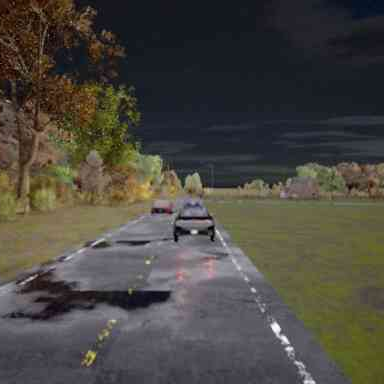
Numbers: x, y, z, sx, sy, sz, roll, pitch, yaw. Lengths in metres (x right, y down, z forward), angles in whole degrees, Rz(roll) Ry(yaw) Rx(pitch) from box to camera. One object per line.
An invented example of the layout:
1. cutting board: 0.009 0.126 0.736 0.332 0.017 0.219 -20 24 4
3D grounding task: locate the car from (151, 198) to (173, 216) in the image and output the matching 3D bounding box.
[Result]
1. car: -2.756 1.359 31.543 1.882 1.535 5.008 0 0 0

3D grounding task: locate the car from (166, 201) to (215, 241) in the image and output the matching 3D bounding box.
1. car: 0.096 1.429 16.169 2.128 1.511 4.902 0 0 0

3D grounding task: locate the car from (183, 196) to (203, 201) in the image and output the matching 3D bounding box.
1. car: 0.094 1.218 36.138 2.097 1.767 4.553 0 0 0
